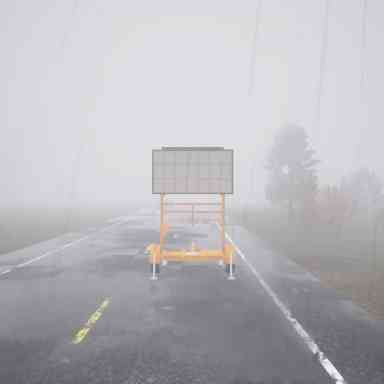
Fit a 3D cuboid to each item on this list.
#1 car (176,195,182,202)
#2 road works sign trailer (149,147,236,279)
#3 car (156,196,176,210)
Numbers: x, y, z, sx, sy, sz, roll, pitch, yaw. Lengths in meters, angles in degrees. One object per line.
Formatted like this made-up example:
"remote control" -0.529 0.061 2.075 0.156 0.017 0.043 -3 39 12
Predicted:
"car" -3.328 1.552 79.793 2.128 1.511 4.902 0 0 0
"road works sign trailer" 0.021 0.465 9.974 2.380 3.560 2.880 0 0 0
"car" -3.506 1.547 43.532 1.812 1.442 4.674 0 0 0
